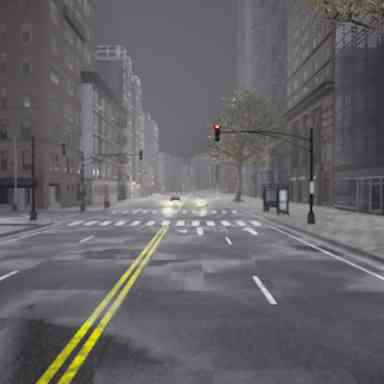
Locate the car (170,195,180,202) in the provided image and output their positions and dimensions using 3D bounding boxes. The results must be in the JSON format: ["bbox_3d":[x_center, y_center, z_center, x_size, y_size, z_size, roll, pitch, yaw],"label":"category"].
[{"bbox_3d":[-3.215,1.237,63.353,1.895,1.301,4.718,0,1,0],"label":"car"}]
